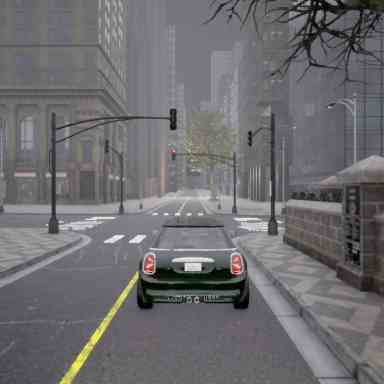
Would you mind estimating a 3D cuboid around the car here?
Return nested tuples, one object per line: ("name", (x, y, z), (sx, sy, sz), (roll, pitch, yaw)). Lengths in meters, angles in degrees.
("car", (0.034, 1.352, 8.041), (2.097, 1.767, 4.553), (0, 0, 0))
